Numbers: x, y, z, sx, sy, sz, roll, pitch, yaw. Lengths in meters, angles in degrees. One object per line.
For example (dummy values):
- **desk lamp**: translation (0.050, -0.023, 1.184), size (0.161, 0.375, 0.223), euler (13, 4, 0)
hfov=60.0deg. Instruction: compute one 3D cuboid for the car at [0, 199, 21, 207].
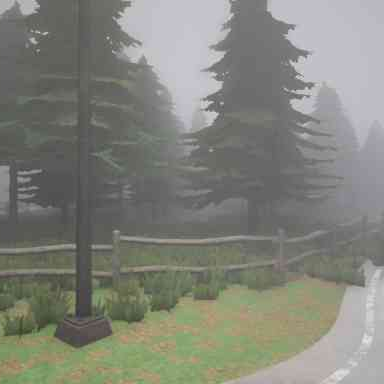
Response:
- **car**: translation (-19.308, 1.453, 35.323), size (2.128, 1.511, 4.902), euler (0, 0, 3)
